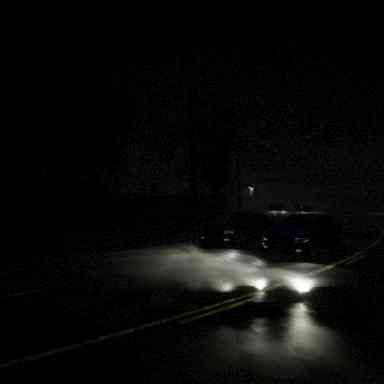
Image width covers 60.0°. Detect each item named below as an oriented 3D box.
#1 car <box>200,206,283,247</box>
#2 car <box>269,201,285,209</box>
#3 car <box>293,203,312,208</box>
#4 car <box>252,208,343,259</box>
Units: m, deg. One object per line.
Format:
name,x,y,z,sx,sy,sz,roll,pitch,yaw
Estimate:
car,2.405,1.670,16.335,1.882,1.535,5.008,0,-1,39
car,14.148,2.324,55.432,1.882,1.535,5.008,-1,-1,4
car,17.492,2.352,52.611,1.895,1.301,4.718,-1,-1,4
car,4.625,1.629,13.570,1.882,1.535,5.008,0,-1,40
